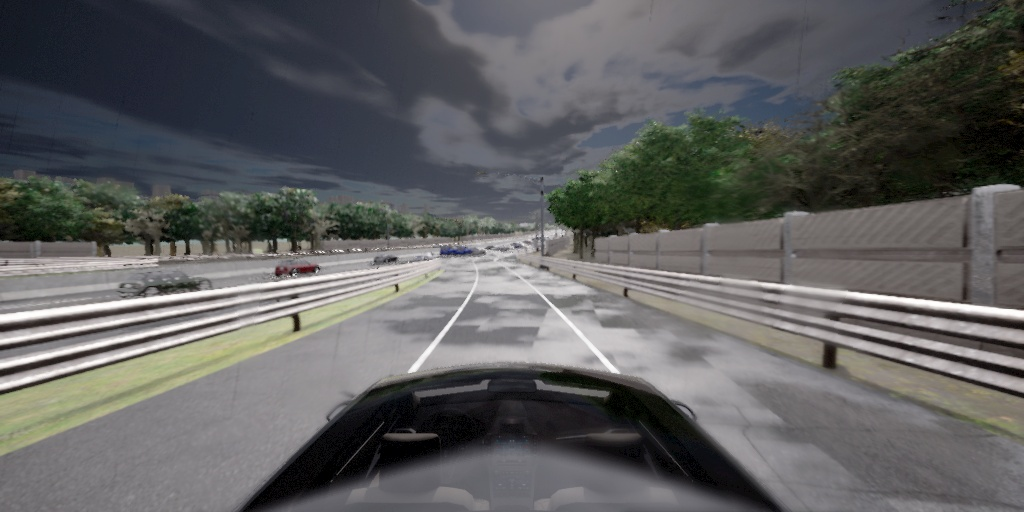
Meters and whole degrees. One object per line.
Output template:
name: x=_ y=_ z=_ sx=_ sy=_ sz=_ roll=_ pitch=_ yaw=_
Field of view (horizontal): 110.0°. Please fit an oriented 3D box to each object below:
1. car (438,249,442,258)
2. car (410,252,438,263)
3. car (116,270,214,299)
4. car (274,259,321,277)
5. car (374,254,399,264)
car: x=-13.985 y=0.082 z=60.574 sx=1.812 sy=1.442 sz=4.674 roll=0 pitch=3 yaw=12
car: x=-12.603 y=0.637 z=50.480 sx=1.994 sy=1.385 sz=4.181 roll=0 pitch=3 yaw=12
car: x=-22.033 y=1.658 z=23.054 sx=2.097 sy=1.767 sz=4.553 roll=0 pitch=3 yaw=12
car: x=-22.489 y=1.120 z=37.806 sx=2.097 sy=1.767 sz=4.553 roll=0 pitch=3 yaw=12
car: x=-18.942 y=0.409 z=54.262 sx=2.128 sy=1.511 sz=4.902 roll=0 pitch=3 yaw=12
